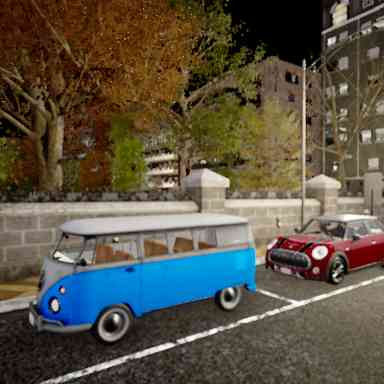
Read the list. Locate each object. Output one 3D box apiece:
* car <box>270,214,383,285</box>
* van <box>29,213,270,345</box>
[{"bbox_3d":[3.938,1.408,9.338,4.097,1.590,1.967,0,1,-35],"label":"car"},{"bbox_3d":[-0.637,1.331,6.085,3.998,1.788,1.690,0,1,-35],"label":"van"}]
